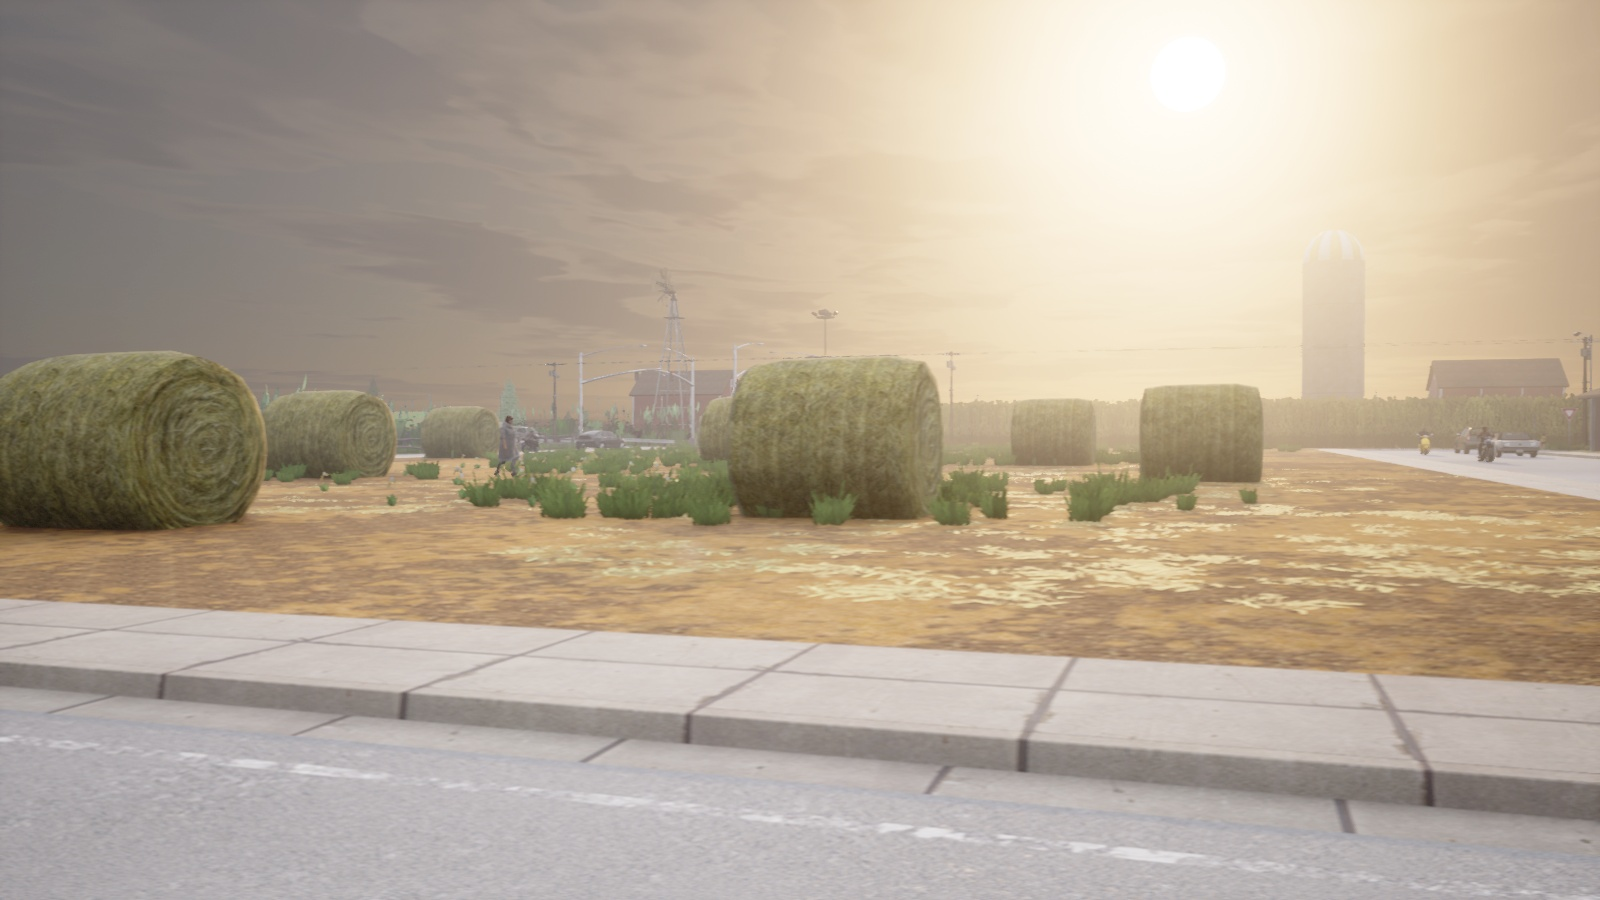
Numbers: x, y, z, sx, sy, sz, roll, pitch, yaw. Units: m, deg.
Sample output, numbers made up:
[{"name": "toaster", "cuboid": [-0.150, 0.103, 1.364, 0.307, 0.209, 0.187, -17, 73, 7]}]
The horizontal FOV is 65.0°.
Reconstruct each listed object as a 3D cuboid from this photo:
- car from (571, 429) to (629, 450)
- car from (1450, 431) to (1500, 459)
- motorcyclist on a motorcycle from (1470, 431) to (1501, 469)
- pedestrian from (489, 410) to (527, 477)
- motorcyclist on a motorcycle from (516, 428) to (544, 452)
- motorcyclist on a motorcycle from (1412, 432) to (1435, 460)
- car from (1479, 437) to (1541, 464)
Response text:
[{"name": "car", "cuboid": [-14.301, -0.765, 90.006, 1.837, 1.490, 4.892, 1, 1, 21]}, {"name": "car", "cuboid": [40.059, -0.325, 74.591, 1.851, 1.617, 3.988, 1, 1, 18]}, {"name": "motorcyclist on a motorcycle", "cuboid": [30.448, -0.013, 55.827, 0.766, 1.649, 2.350, 1, 1, 18]}, {"name": "pedestrian", "cuboid": [-8.521, -0.199, 36.637, 0.873, 1.952, 0.659, 1, 1, 27]}, {"name": "motorcyclist on a motorcycle", "cuboid": [-17.558, -0.668, 81.695, 0.797, 1.523, 2.044, 1, 1, 21]}, {"name": "motorcyclist on a motorcycle", "cuboid": [35.260, -0.236, 71.044, 0.866, 1.590, 1.817, 1, 1, 17]}, {"name": "car", "cuboid": [37.438, 0.000, 66.319, 1.895, 1.301, 4.718, 1, 1, 18]}]
